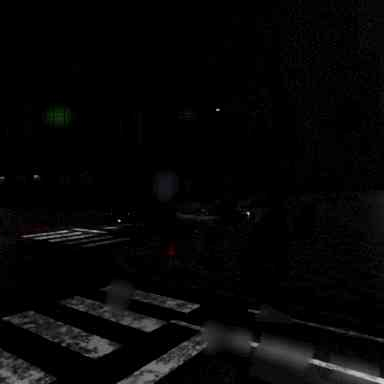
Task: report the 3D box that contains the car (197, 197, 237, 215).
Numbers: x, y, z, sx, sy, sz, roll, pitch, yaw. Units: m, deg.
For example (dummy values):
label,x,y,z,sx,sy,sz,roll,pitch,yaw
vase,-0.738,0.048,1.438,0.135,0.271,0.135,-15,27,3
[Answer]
label,x,y,z,sx,sy,sz,roll,pitch,yaw
car,2.274,1.161,28.791,1.812,1.442,4.674,0,1,36

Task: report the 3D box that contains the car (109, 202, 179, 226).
label,x,y,z,sx,sy,sz,roll,pitch,yaw
car,-3.001,1.357,21.433,1.895,1.301,4.718,0,1,36

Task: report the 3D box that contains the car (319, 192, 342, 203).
label,x,y,z,sx,sy,sz,roll,pitch,yaw
car,19.540,0.817,47.450,1.837,1.490,4.892,0,1,36

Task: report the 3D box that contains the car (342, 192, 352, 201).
label,x,y,z,sx,sy,sz,roll,pitch,yaw
car,25.423,0.656,55.679,1.882,1.535,5.008,0,1,36

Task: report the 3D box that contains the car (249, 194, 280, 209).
label,x,y,z,sx,sy,sz,roll,pitch,yaw
car,8.076,0.980,36.894,1.882,1.535,5.008,0,1,36
